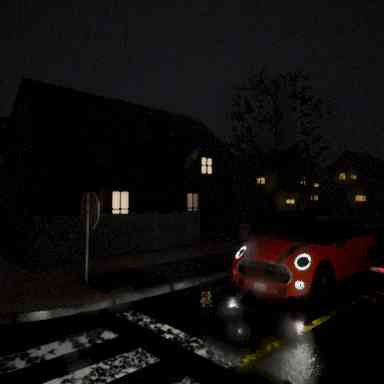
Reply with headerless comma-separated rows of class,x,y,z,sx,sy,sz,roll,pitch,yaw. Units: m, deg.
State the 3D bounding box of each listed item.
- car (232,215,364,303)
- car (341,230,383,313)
car,3.069,1.450,8.660,4.553,1.767,2.097,1,-1,-44
car,5.234,1.567,6.822,4.902,1.511,2.128,1,-1,-43
